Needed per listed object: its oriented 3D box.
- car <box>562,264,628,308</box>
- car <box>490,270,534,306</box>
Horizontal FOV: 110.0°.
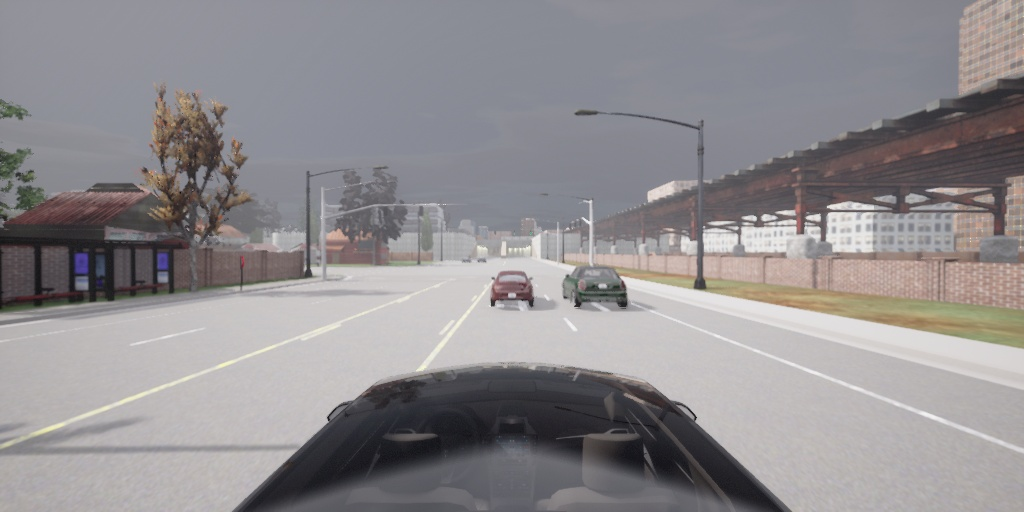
[{"bbox_3d":[3.506,1.197,15.949,2.097,1.767,4.553,0,0,0],"label":"car"},{"bbox_3d":[0.010,1.372,16.253,1.812,1.442,4.674,0,0,0],"label":"car"}]
